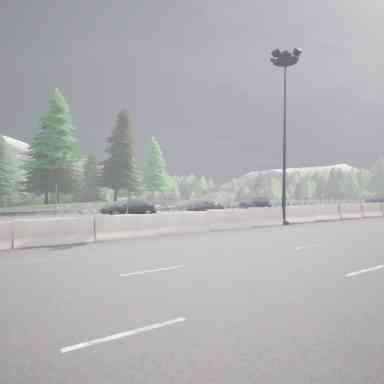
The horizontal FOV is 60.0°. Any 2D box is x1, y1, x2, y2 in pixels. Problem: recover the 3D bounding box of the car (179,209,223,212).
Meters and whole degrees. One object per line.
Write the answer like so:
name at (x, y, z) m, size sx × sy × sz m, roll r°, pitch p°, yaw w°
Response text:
car at (0.576, 1.496, 30.080) m, size 4.902 × 1.511 × 2.128 m, roll 0°, pitch 0°, yaw -35°
